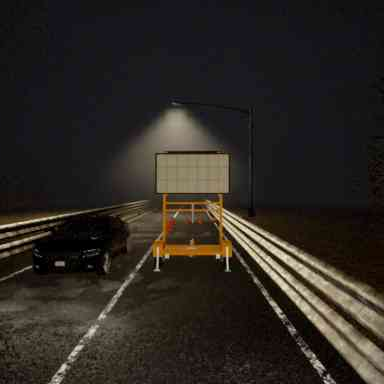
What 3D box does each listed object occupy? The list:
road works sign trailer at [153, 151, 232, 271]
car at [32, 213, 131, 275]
[{"bbox_3d":[0.024,0.468,10.860,2.380,3.560,2.880,0,0,0],"label":"road works sign trailer"},{"bbox_3d":[-3.237,1.482,10.655,1.882,1.535,5.008,0,0,0],"label":"car"}]
